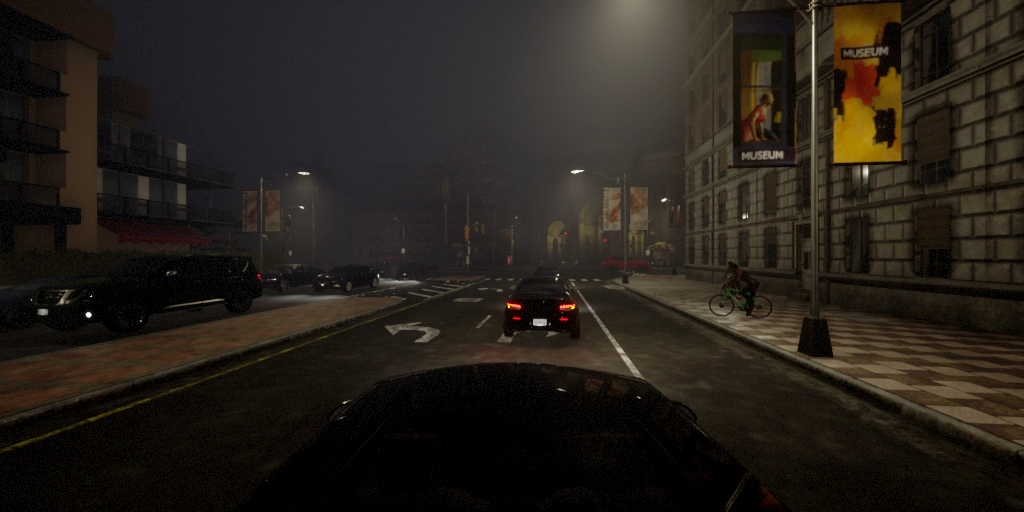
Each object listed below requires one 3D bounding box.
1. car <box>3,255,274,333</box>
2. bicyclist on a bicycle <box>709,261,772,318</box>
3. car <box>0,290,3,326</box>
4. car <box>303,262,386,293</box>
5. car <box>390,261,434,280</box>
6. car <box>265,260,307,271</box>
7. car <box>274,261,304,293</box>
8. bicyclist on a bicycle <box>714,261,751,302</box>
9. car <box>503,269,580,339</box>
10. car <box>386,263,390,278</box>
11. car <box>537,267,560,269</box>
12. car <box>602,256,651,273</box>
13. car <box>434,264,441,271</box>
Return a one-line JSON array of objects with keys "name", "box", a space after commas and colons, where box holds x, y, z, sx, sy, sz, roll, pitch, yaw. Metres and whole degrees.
[{"name": "car", "box": [-10.713, 0.971, 11.216, 2.150, 2.045, 5.566, 0, 0, 8]}, {"name": "bicyclist on a bicycle", "box": [6.854, 1.051, 10.797, 1.656, 1.620, 0.582, 0, 0, 22]}, {"name": "car", "box": [-14.204, 1.297, 11.639, 2.033, 1.411, 5.357, 0, 0, 7]}, {"name": "car", "box": [-9.594, 1.255, 21.070, 1.837, 1.490, 4.892, 0, 0, 7]}, {"name": "car", "box": [-8.600, 1.314, 31.081, 1.994, 1.385, 4.181, 0, 0, 4]}, {"name": "car", "box": [-30.360, 1.276, 48.210, 4.674, 1.442, 1.812, 0, 0, 7]}, {"name": "car", "box": [-13.121, 1.242, 21.160, 2.128, 1.511, 4.902, 0, 0, 6]}, {"name": "bicyclist on a bicycle", "box": [9.272, 1.050, 15.059, 1.656, 1.620, 0.582, 0, 0, -28]}, {"name": "car", "box": [0.877, 1.276, 10.078, 1.812, 1.442, 4.674, 0, 0, 7]}, {"name": "car", "box": [-12.458, 1.297, 33.534, 2.033, 1.411, 5.357, 0, 0, -12]}, {"name": "car", "box": [1.922, 1.276, 18.921, 1.812, 1.442, 4.674, 0, 0, 7]}, {"name": "car", "box": [13.565, 0.971, 42.789, 5.566, 2.045, 2.150, 0, 0, 7]}, {"name": "car", "box": [-11.636, 1.351, 45.893, 4.718, 1.301, 1.895, 0, 0, 7]}]
